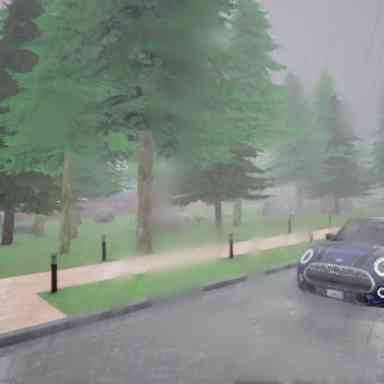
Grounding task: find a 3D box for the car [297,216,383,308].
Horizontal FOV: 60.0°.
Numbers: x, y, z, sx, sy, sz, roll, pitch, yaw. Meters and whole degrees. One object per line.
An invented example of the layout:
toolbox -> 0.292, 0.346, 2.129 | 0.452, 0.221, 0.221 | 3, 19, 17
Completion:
car -> 4.486, 1.404, 8.015 | 4.553, 1.767, 2.097 | 0, -1, -41
